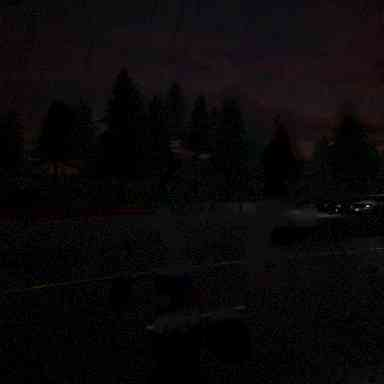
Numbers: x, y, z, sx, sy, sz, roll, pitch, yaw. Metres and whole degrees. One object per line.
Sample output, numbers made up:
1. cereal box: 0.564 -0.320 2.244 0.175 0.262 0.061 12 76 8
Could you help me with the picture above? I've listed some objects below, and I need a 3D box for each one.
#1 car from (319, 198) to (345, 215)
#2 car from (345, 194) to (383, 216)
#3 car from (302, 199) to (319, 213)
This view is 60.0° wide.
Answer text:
1. car: 15.786 1.353 34.049 4.553 1.767 2.097 0 0 -22
2. car: 17.382 1.225 30.922 5.566 2.045 2.150 0 0 -22
3. car: 14.602 1.501 37.346 4.892 1.490 1.837 0 0 -22
